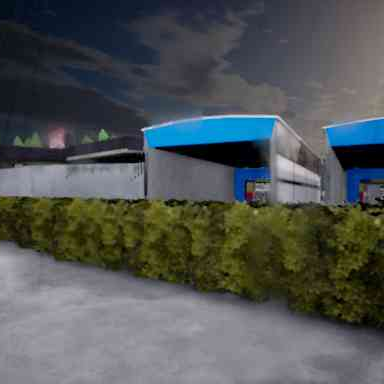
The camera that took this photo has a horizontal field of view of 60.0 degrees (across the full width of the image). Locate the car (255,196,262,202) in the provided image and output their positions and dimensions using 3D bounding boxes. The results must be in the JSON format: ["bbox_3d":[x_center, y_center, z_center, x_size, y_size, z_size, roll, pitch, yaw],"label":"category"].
[{"bbox_3d":[12.652,1.710,68.954,1.932,1.855,4.605,0,-1,44],"label":"car"}]

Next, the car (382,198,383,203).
[{"bbox_3d":[38.564,1.869,68.562,1.932,1.855,4.605,0,-1,44],"label":"car"}]

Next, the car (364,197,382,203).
[{"bbox_3d":[28.210,1.905,52.752,1.845,1.501,3.633,0,-1,44],"label":"car"}]
